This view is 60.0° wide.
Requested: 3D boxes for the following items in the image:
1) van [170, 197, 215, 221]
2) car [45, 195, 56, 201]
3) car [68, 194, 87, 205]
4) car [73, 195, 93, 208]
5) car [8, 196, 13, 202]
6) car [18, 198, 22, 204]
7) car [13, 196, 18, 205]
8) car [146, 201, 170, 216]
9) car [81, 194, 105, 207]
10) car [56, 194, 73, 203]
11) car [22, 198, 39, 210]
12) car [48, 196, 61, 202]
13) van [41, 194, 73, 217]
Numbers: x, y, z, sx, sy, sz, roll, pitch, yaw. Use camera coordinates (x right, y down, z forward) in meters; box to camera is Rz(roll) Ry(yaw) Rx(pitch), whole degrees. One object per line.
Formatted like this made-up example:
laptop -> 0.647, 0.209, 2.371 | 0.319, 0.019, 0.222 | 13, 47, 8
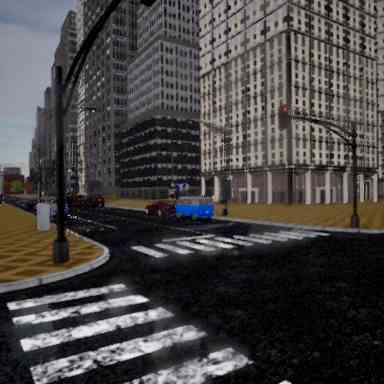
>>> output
van -> 0.160, 1.287, 26.802 | 1.690, 1.788, 3.998 | 0, 0, -32
car -> -35.389, 1.544, 83.166 | 1.752, 1.417, 4.829 | 0, 0, -32
car -> -20.565, 1.306, 59.570 | 2.192, 1.841, 5.009 | 0, 0, -32
car -> -16.407, 1.557, 47.895 | 2.033, 1.411, 5.357 | -1, 0, -32
car -> -42.393, 1.697, 78.564 | 1.802, 1.307, 4.206 | 0, 0, -32
car -> -24.710, 1.633, 50.421 | 2.008, 1.369, 4.403 | 0, 0, -32
car -> -30.604, 1.675, 59.802 | 1.802, 1.307, 4.206 | 0, 0, -32
car -> -2.862, 1.499, 31.444 | 1.887, 1.381, 4.507 | 0, 0, -32
car -> -14.670, 1.294, 50.189 | 2.192, 1.841, 5.009 | 0, 0, -32
car -> -26.459, 1.317, 68.951 | 2.192, 1.841, 5.009 | 0, 0, -32
car -> -21.764, 1.642, 45.731 | 1.947, 1.339, 4.313 | 0, 0, -32
car -> -32.351, 1.564, 78.332 | 2.008, 1.369, 4.403 | 0, 0, -32
van -> -12.924, 1.399, 31.660 | 1.690, 1.788, 3.998 | 0, 0, -32
